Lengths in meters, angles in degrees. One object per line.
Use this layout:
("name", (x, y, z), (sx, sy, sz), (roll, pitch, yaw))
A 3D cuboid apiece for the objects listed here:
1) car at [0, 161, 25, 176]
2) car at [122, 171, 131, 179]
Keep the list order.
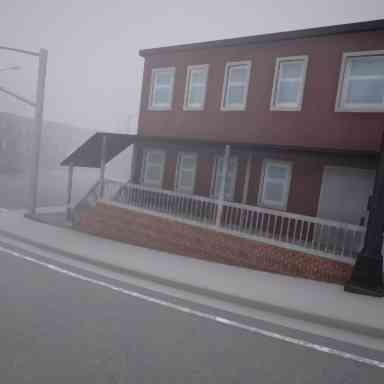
("car", (-19.937, -2.471, 33.791), (2.033, 1.411, 5.357), (10, 6, 35))
("car", (-8.300, -2.652, 49.812), (2.097, 1.767, 4.553), (10, 6, 36))
